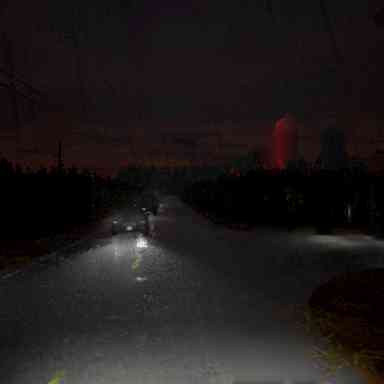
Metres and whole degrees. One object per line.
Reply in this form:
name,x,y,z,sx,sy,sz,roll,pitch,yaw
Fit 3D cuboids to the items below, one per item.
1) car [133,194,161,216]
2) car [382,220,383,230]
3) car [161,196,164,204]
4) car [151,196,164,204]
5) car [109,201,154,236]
car,-4.567,1.210,33.111,2.150,2.045,5.566,0,0,-4
car,12.072,1.210,15.636,5.566,2.045,2.150,0,0,-2
car,-5.409,1.473,46.230,2.128,1.511,4.902,0,0,-4
car,-6.346,1.467,61.845,2.128,1.511,4.902,0,0,-4
car,-3.430,1.484,18.436,2.128,1.511,4.902,0,0,-10
